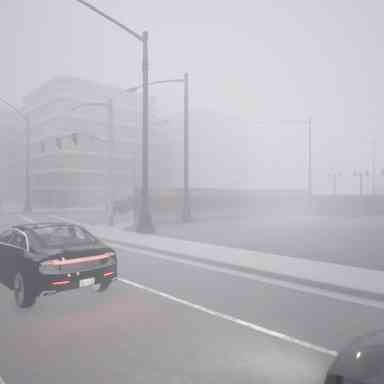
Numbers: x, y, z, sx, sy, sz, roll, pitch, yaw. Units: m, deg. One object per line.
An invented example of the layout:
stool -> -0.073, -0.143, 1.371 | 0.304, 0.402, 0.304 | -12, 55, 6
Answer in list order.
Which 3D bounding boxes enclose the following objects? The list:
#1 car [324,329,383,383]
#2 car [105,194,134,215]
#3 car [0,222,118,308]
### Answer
car -> 3.196, 1.505, 1.584 | 4.892, 1.490, 1.837 | 0, 0, 38
car -> -6.290, 1.221, 34.999 | 5.566, 2.045, 2.150 | 0, 0, -44
car -> -3.647, 1.491, 8.041 | 2.128, 1.511, 4.902 | 0, 0, -43
